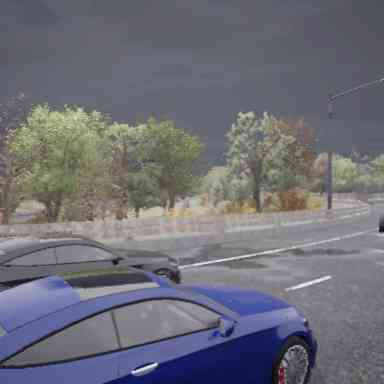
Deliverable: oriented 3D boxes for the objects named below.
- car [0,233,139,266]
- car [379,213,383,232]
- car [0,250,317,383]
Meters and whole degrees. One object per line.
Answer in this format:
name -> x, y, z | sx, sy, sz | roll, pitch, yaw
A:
car -> -2.401, 1.554, 6.506 | 4.674, 1.442, 1.812 | 1, 0, -37
car -> 13.784, 1.663, 21.662 | 2.097, 1.767, 4.553 | 0, -1, 41
car -> -0.665, 1.546, 3.428 | 4.674, 1.442, 1.812 | 1, 0, -37
